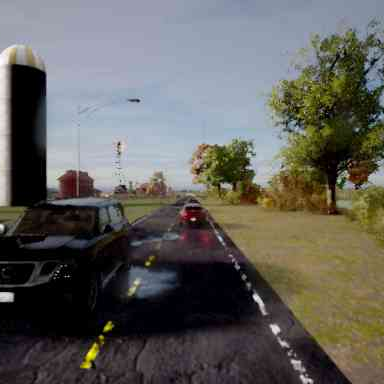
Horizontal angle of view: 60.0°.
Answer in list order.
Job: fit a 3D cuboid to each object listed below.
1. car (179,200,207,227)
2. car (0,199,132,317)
[{"bbox_3d":[0.090,1.552,23.172,1.812,1.442,4.674,0,0,0],"label":"car"},{"bbox_3d":[-2.844,1.218,7.803,2.150,2.045,5.566,0,1,0],"label":"car"}]
